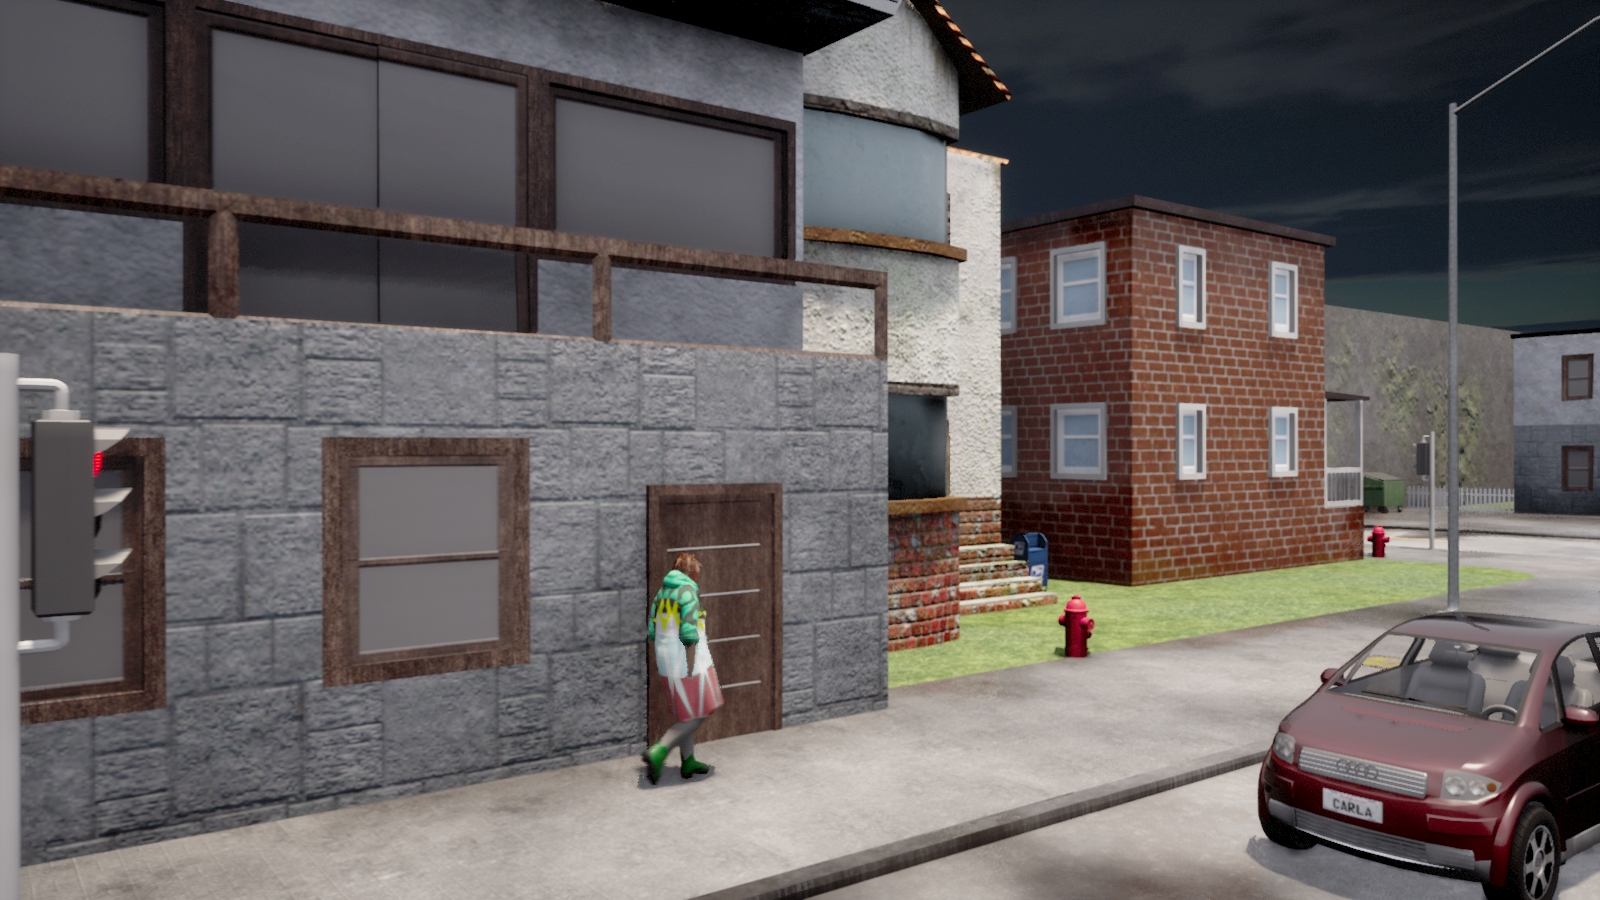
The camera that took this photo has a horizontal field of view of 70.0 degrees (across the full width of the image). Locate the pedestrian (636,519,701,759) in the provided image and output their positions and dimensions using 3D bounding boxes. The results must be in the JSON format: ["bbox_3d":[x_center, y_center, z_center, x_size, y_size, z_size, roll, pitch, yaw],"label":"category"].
[{"bbox_3d":[-1.066,1.502,9.251,0.375,1.860,0.375,0,0,-37],"label":"pedestrian"}]

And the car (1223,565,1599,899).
[{"bbox_3d":[4.904,1.783,8.177,3.705,1.549,1.789,0,0,-37],"label":"car"}]
